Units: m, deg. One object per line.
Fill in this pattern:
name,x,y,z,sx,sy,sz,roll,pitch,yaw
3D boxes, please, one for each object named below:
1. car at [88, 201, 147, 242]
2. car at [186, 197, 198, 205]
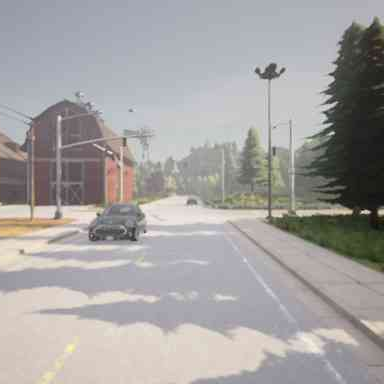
car,-3.499,1.361,16.367,2.097,1.767,4.553,0,0,0
car,0.007,1.562,57.489,1.812,1.442,4.674,0,0,0
